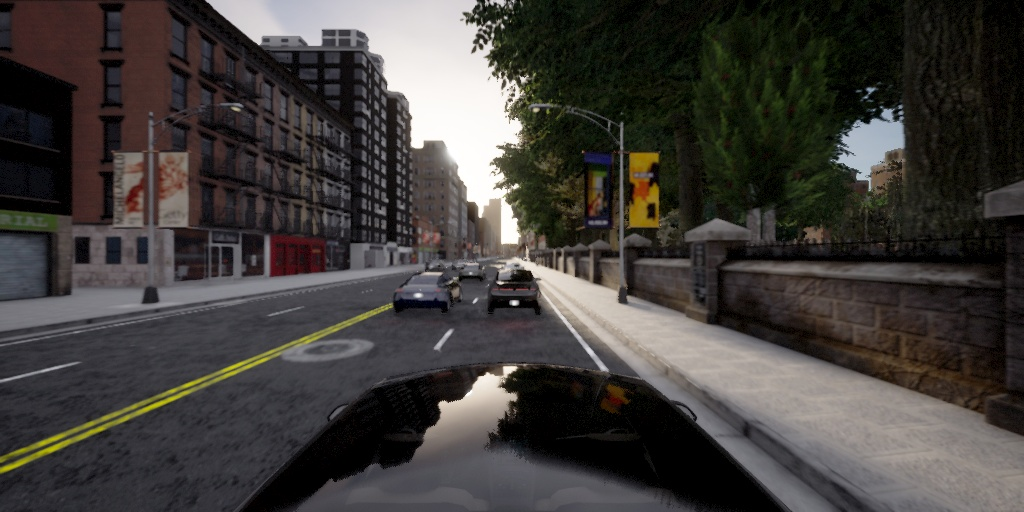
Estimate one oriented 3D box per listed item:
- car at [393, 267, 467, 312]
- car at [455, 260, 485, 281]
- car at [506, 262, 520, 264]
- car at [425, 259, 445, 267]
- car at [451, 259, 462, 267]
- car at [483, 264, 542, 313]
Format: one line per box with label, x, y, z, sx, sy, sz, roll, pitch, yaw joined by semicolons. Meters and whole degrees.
car;-3.163;1.302;14.145;1.994;1.385;4.181;0;0;0
car;-3.162;1.286;29.520;1.994;1.385;4.181;0;0;0
car;0.089;1.247;29.948;1.812;1.442;4.674;0;0;0
car;-9.829;1.202;45.938;2.128;1.511;4.902;0;0;0
car;-6.581;1.201;45.924;2.128;1.511;4.902;0;0;0
car;0.086;1.242;13.865;1.837;1.490;4.892;0;0;0
